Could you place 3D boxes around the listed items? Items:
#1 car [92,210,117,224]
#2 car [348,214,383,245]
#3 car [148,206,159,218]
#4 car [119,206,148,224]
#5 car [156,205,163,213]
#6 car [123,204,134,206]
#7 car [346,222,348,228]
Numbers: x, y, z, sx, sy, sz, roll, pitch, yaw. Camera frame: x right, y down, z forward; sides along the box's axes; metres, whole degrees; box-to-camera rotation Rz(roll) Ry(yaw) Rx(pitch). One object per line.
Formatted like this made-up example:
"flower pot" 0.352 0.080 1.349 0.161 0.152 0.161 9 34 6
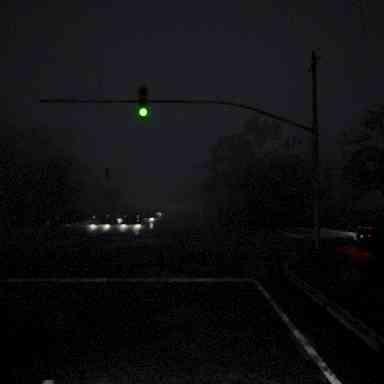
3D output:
"car" -10.582 2.940 40.519 2.097 1.767 4.553 0 -2 0
"car" 10.961 2.016 16.815 4.902 1.511 2.128 0 -3 -1
"car" -7.063 3.450 54.578 1.812 1.442 4.674 0 -1 0
"car" -7.061 2.940 40.505 2.097 1.767 4.553 0 -2 -1
"car" -6.980 3.493 68.811 2.033 1.411 5.357 0 0 0
"car" -10.578 3.143 54.823 2.150 2.045 5.566 0 0 -1
"car" 15.232 2.547 27.519 4.674 1.442 1.812 0 -3 -2
